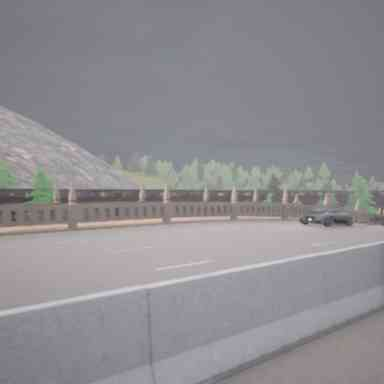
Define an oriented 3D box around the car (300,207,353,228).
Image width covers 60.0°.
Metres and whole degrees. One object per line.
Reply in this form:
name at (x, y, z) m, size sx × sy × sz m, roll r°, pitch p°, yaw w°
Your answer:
car at (9.633, 1.759, 23.747) m, size 4.181 × 1.385 × 1.994 m, roll 3°, pitch -2°, yaw -35°
